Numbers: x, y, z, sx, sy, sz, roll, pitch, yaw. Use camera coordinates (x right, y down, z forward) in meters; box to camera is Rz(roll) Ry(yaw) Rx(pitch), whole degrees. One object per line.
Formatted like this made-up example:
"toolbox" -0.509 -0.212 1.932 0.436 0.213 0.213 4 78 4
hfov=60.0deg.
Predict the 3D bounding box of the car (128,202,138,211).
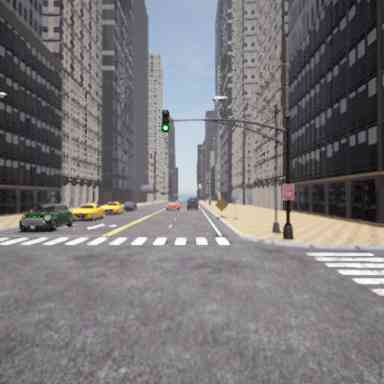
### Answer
"car" -9.765 2.219 52.265 2.033 1.411 5.357 0 -1 1

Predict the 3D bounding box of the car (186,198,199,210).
"car" 0.143 2.212 54.688 1.837 1.490 4.892 0 -1 0

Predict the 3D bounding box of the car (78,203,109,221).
"car" -9.826 1.870 31.938 1.882 1.535 5.008 0 -1 0

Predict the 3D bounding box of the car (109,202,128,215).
"car" -9.814 2.000 41.619 1.882 1.535 5.008 0 -1 0

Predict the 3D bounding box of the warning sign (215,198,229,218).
"warning sign" 2.878 1.509 32.044 1.300 1.860 1.060 0 -1 0

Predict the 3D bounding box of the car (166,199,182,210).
"car" -3.106 2.056 54.471 2.097 1.767 4.553 0 -1 0

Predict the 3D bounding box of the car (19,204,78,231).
"car" -9.831 1.627 22.752 2.097 1.767 4.553 0 -1 0

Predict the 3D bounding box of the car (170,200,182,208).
"car" -3.129 2.347 64.657 2.128 1.511 4.902 0 -1 0
